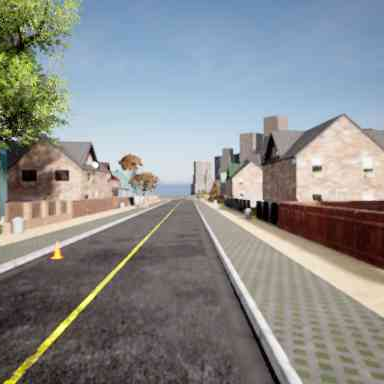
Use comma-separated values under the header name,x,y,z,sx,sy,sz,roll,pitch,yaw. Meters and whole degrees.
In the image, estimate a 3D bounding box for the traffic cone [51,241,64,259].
name,x,y,z,sx,sy,sz,roll,pitch,yaw
traffic cone,-4.709,2.007,11.625,0.340,0.580,0.340,0,0,-1
